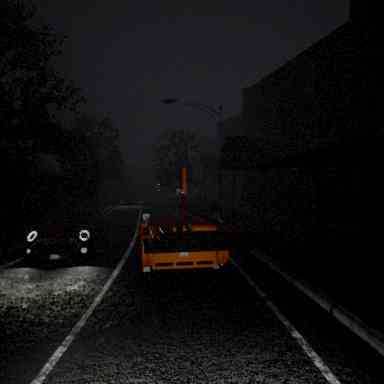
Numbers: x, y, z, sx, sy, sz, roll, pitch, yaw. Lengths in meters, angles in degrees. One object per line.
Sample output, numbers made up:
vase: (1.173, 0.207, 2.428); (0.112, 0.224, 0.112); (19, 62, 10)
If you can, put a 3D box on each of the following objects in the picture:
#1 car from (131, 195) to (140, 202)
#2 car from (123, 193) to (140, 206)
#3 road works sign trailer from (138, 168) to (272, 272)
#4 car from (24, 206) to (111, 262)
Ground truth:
car: (-13.779, 1.569, 81.003); (1.994, 1.385, 4.181); (-1, 0, -8)
car: (-10.192, 1.230, 55.187); (2.150, 2.045, 5.566); (-1, 0, -8)
road works sign trailer: (0.027, 0.791, 7.719); (2.380, 2.880, 3.560); (0, 0, -10)
car: (-4.332, 1.357, 12.216); (2.097, 1.767, 4.553); (0, 0, -5)
